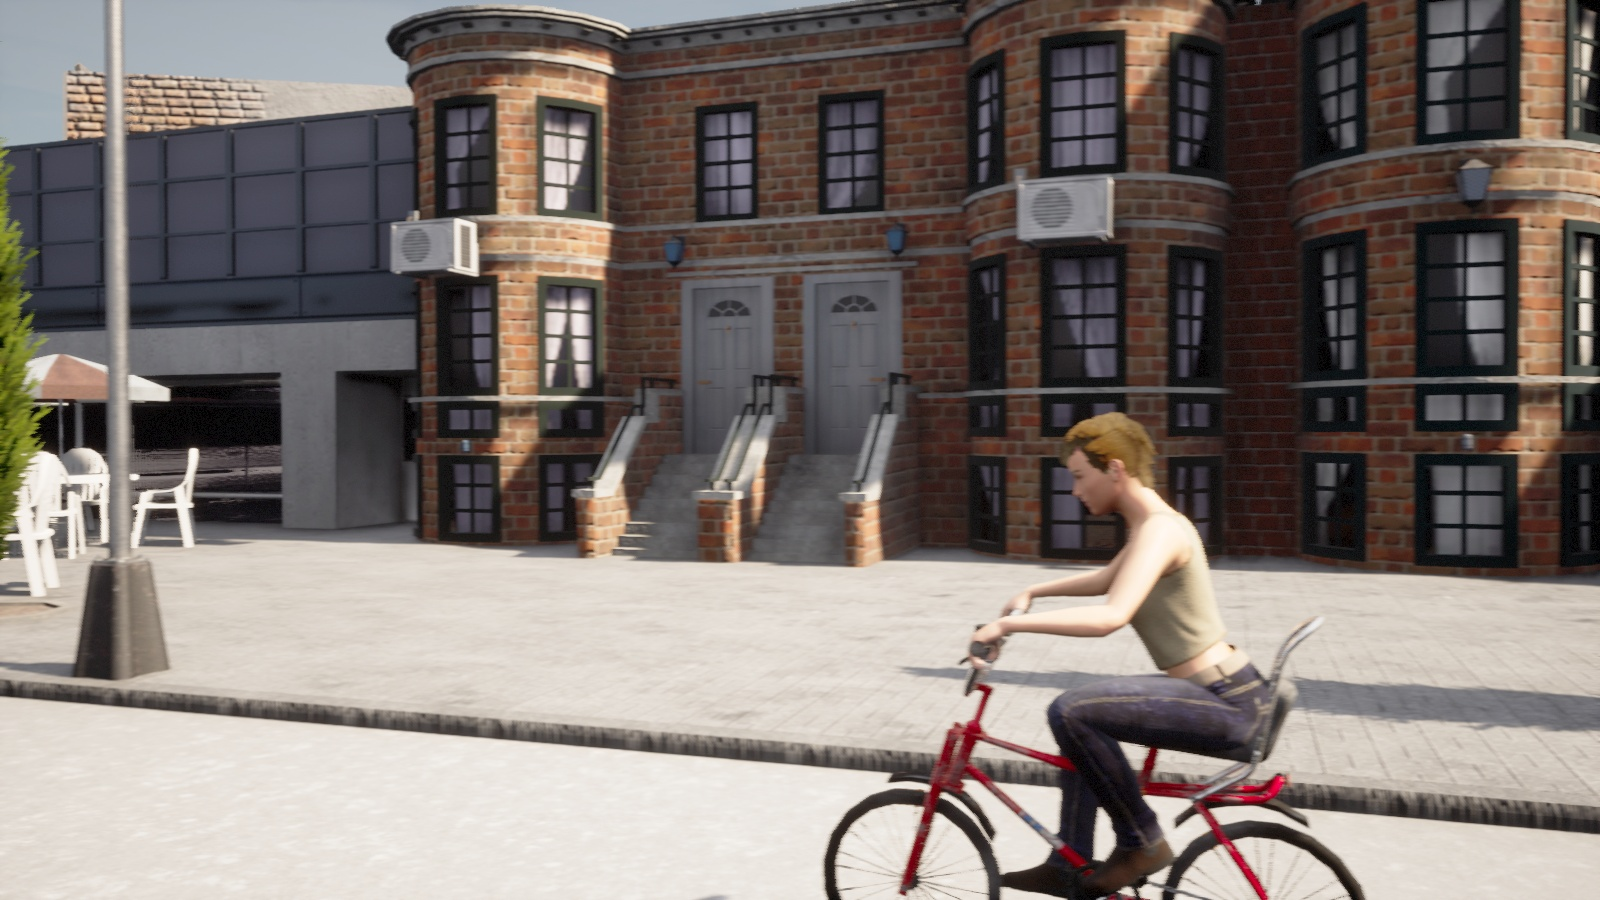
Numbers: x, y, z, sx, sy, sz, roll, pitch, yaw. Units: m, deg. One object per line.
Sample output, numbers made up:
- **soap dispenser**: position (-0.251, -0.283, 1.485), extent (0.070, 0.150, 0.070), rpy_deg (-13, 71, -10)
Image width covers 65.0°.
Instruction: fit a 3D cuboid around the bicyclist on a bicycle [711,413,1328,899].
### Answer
- **bicyclist on a bicycle**: position (0.617, 0.709, 3.511), extent (1.509, 1.612, 0.866), rpy_deg (1, 1, 19)
